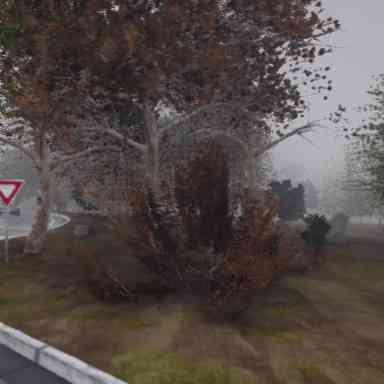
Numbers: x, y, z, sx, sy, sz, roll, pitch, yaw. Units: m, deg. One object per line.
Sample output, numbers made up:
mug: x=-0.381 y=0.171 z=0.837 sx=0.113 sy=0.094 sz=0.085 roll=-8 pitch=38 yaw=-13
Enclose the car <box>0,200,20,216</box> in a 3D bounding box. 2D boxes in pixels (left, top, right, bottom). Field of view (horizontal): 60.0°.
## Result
car: x=-17.077 y=1.427 z=29.670 sx=4.181 sy=1.385 sz=1.994 roll=0 pitch=0 yaw=42
